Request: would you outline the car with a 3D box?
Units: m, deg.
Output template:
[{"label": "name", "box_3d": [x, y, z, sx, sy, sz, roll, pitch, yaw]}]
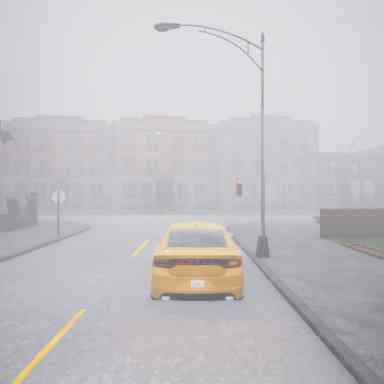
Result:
[{"label": "car", "box_3d": [0.110, 1.480, 8.391, 1.882, 1.535, 5.008, 0, 0, 0]}]
